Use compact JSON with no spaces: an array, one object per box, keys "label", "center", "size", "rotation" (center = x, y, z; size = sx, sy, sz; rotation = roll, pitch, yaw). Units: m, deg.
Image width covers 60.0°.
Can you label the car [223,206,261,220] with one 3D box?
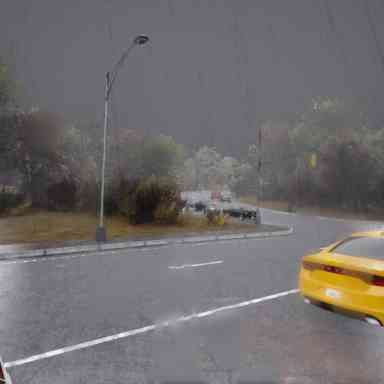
[{"label":"car","center":[5.074,2.146,34.280],"size":[1.895,1.301,4.718],"rotation":[3,-1,-22]}]

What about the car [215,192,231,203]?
[{"label":"car","center":[6.728,1.463,68.827],"size":[1.837,1.490,4.892],"rotation":[2,2,-7]}]

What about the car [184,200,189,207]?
[{"label":"car","center":[-1.081,1.725,52.672],"size":[1.994,1.385,4.181],"rotation":[2,1,-14]}]

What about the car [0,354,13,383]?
[{"label":"car","center":[-3.262,1.353,1.424],"size":[4.553,1.767,2.097],"rotation":[0,0,-35]}]

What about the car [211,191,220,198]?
[{"label":"car","center":[5.695,0.738,78.949],"size":[2.150,2.045,5.566],"rotation":[2,2,-1]}]

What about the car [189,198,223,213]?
[{"label":"car","center":[1.740,1.924,43.085],"size":[2.128,1.511,4.902],"rotation":[2,0,-19]}]

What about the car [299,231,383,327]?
[{"label":"car","center":[4.329,1.542,6.841],"size":[5.008,1.535,1.882],"rotation":[1,-1,-35]}]
